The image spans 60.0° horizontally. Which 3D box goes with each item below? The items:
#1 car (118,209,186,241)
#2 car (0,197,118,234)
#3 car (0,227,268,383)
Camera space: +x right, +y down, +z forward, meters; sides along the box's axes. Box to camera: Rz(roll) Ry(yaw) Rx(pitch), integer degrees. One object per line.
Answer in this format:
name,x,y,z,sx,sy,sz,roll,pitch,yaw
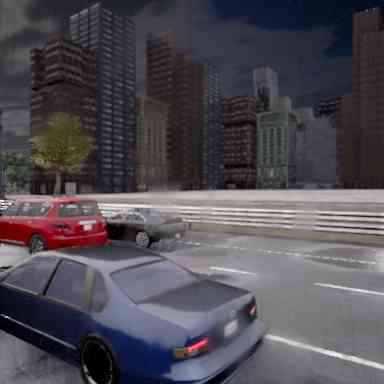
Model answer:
car,-2.533,1.491,14.390,4.902,1.511,2.128,0,0,35
car,-5.523,1.220,12.224,5.566,2.045,2.150,0,0,35
car,-1.610,1.548,5.137,5.357,1.411,2.033,0,0,36
